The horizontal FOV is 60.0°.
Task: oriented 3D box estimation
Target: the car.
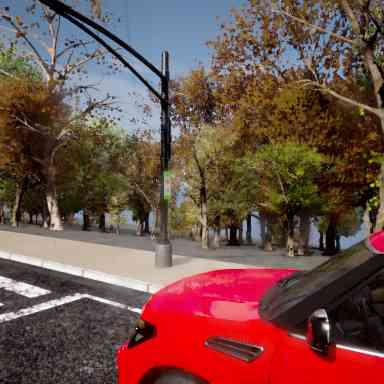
[{"bbox_3d":[1.997,1.222,2.289,5.566,2.045,2.150,0,0,34],"label":"car"}]
